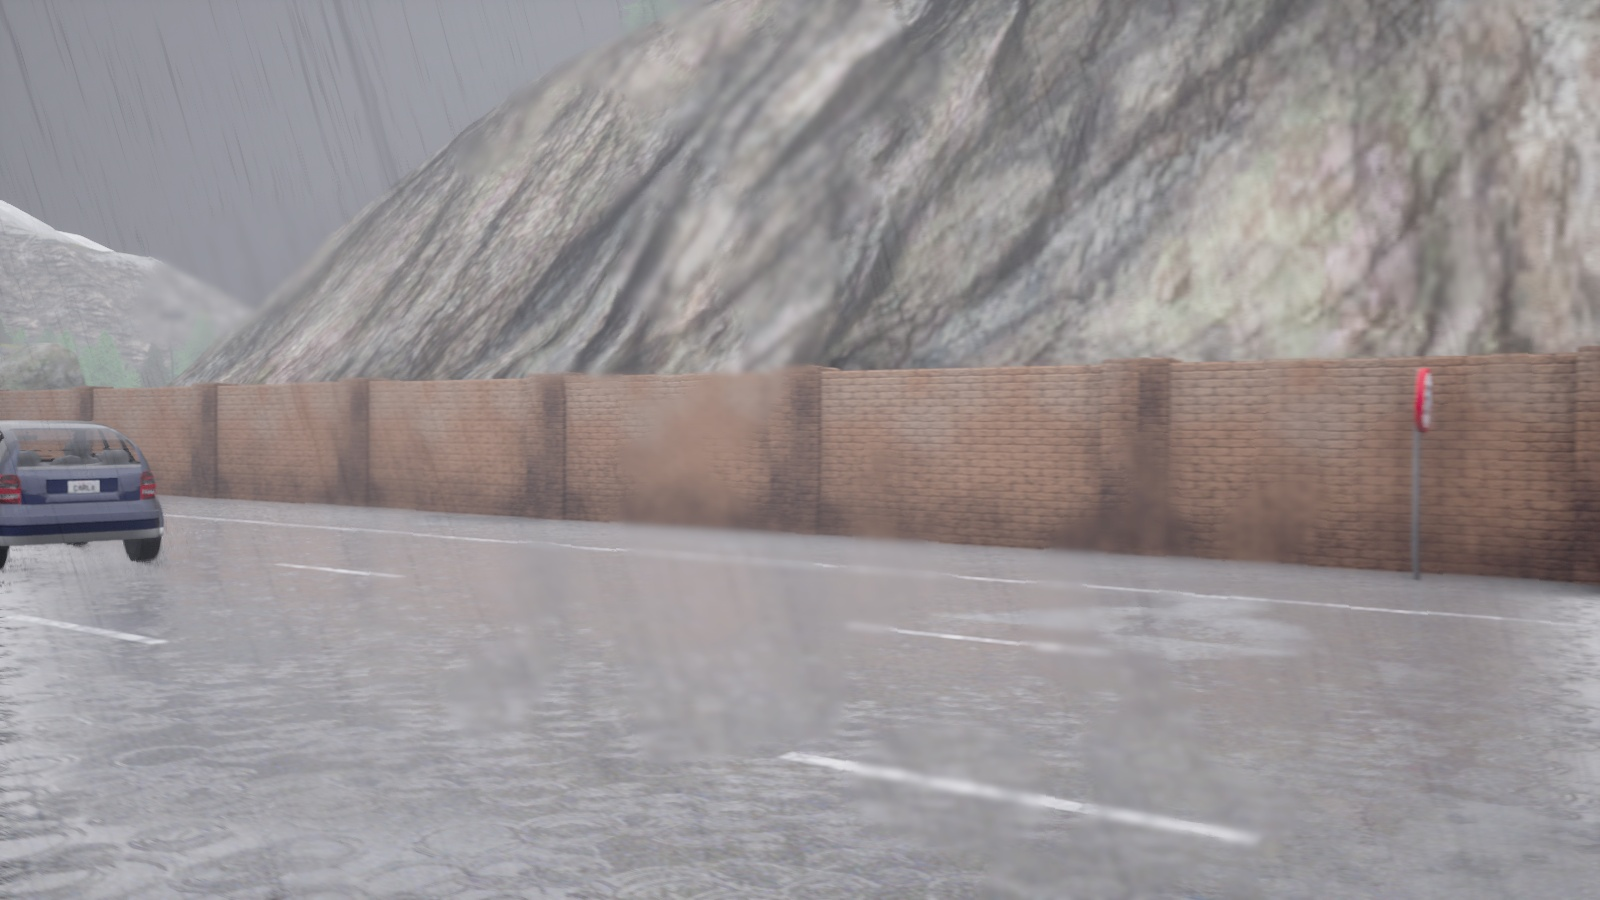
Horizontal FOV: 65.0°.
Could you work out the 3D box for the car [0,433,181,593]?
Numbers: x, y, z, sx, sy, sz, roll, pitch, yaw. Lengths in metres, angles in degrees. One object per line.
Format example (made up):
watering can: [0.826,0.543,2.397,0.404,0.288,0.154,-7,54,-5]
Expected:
car: [-8.596,0.607,14.192,1.789,1.549,3.705,-2,2,-44]
